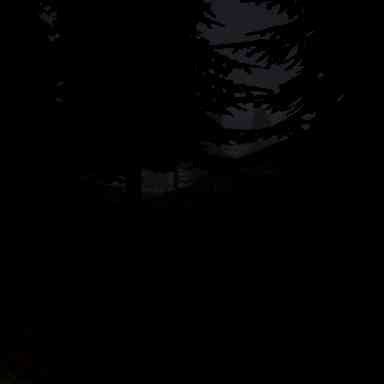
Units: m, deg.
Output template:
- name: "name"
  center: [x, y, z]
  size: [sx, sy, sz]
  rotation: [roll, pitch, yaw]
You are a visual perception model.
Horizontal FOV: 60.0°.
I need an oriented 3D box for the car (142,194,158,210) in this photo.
- name: "car"
  center: [-6.438, 1.204, 39.240]
  size: [2.150, 2.045, 5.566]
  rotation: [0, 0, 37]
